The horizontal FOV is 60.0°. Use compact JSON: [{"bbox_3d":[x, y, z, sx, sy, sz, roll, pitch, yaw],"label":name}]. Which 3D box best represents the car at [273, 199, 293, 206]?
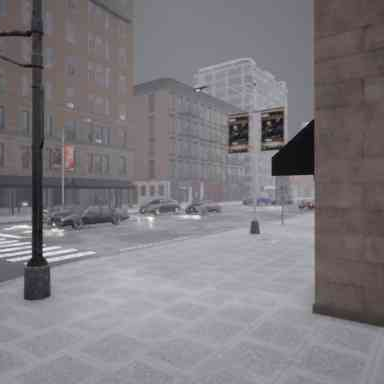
[{"bbox_3d":[13.223,1.397,49.024,1.895,1.301,4.718,0,0,36],"label":"car"}]

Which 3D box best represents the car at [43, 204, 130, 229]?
[{"bbox_3d":[-6.449,1.487,21.417,2.033,1.411,5.357,0,0,35],"label":"car"}]

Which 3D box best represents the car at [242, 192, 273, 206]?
[{"bbox_3d":[9.564,1.034,49.517,2.150,2.045,5.566,0,0,36],"label":"car"}]

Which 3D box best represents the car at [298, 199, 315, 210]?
[{"bbox_3d":[13.928,1.419,38.581,1.895,1.301,4.718,0,0,35],"label":"car"}]

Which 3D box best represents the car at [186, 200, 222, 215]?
[{"bbox_3d":[1.135,1.448,32.120,1.994,1.385,4.181,0,0,35],"label":"car"}]

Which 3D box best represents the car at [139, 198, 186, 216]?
[{"bbox_3d":[-3.006,1.405,31.897,1.837,1.490,4.892,0,1,35],"label":"car"}]
